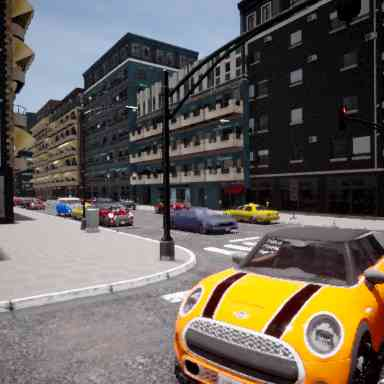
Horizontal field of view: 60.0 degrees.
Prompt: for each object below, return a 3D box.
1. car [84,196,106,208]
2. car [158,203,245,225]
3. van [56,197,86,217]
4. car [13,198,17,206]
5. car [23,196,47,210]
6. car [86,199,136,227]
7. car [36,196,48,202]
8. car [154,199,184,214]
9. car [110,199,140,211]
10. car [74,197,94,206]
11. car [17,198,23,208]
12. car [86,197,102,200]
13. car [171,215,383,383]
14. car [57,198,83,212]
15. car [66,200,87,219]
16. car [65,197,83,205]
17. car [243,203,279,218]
[{"bbox_3d":[-15.020,1.501,51.358,1.967,1.590,4.097,-1,1,-35],"label":"car"},{"bbox_3d":[0.365,1.603,19.776,2.033,1.411,5.357,-1,0,-35],"label":"car"},{"bbox_3d":[-12.211,1.482,32.973,1.690,1.788,3.998,-1,1,-35],"label":"van"},{"bbox_3d":[-31.477,1.781,60.018,1.887,1.381,4.507,-1,1,-35],"label":"car"},{"bbox_3d":[-21.844,1.627,46.496,1.967,1.590,4.097,-1,1,-35],"label":"car"},{"bbox_3d":[-5.787,1.552,23.961,1.967,1.590,4.097,-1,1,-35],"label":"car"},{"bbox_3d":[-37.498,1.726,82.910,1.887,1.381,4.507,-1,1,-35],"label":"car"},{"bbox_3d":[-2.173,1.440,33.329,1.967,1.590,4.097,-1,1,-35],"label":"car"},{"bbox_3d":[-8.595,1.580,42.344,2.008,1.369,4.403,-1,1,-35],"label":"car"},{"bbox_3d":[-18.229,1.642,55.866,1.947,1.339,4.313,-1,1,-35],"label":"car"},{"bbox_3d":[-25.054,1.768,51.004,1.947,1.339,4.313,-1,1,-35],"label":"car"},{"bbox_3d":[-8.021,1.444,31.563,2.097,1.767,4.553,-1,1,-35],"label":"car"},{"bbox_3d":[1.787,1.379,5.103,2.097,1.767,4.553,0,-1,38],"label":"car"},{"bbox_3d":[-15.528,1.604,42.157,1.882,1.535,5.008,-1,0,-35],"label":"car"},{"bbox_3d":[-8.898,1.651,28.330,1.752,1.417,4.829,-1,1,-35],"label":"car"},{"bbox_3d":[-21.441,1.644,60.373,2.008,1.369,4.403,-1,1,-35],"label":"car"},{"bbox_3d":[4.152,1.498,24.455,1.752,1.417,4.829,-1,1,-35],"label":"car"}]
